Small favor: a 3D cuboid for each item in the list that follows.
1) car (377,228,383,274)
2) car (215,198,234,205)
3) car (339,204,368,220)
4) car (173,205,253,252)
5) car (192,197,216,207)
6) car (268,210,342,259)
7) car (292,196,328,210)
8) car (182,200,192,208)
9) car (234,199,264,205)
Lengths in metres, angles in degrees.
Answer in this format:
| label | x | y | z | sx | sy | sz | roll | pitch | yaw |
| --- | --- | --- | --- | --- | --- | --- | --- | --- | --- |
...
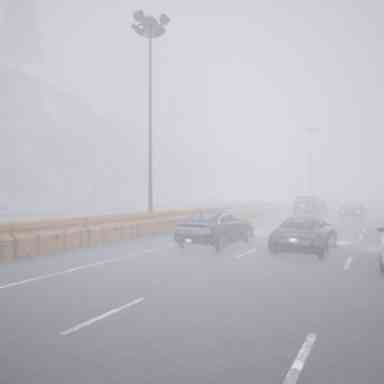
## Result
| label | x | y | z | sx | sy | sz | roll | pitch | yaw |
| --- | --- | --- | --- | --- | --- | --- | --- | --- | --- |
| car | 6.679 | 1.560 | 9.956 | 1.812 | 1.442 | 4.674 | 0 | 0 | 30 |
| car | 5.976 | 1.712 | 48.181 | 2.128 | 1.511 | 4.902 | 0 | 0 | 38 |
| car | 14.545 | 1.713 | 29.874 | 1.895 | 1.301 | 4.718 | 0 | 0 | 34 |
| car | 1.086 | 1.560 | 14.261 | 2.128 | 1.511 | 4.902 | 0 | 0 | 30 |
| car | 2.605 | 1.586 | 49.513 | 2.097 | 1.767 | 4.553 | 0 | 0 | 38 |
| car | 4.467 | 1.619 | 13.118 | 1.994 | 1.385 | 4.181 | 0 | 0 | 30 |
| car | 11.036 | 1.345 | 30.923 | 2.150 | 2.045 | 5.566 | 0 | -1 | 33 |
| car | 0.689 | 1.803 | 52.821 | 2.033 | 1.411 | 5.357 | 0 | 0 | 38 |
| car | 8.070 | 1.679 | 45.170 | 1.882 | 1.535 | 5.008 | 0 | 0 | 38 |
